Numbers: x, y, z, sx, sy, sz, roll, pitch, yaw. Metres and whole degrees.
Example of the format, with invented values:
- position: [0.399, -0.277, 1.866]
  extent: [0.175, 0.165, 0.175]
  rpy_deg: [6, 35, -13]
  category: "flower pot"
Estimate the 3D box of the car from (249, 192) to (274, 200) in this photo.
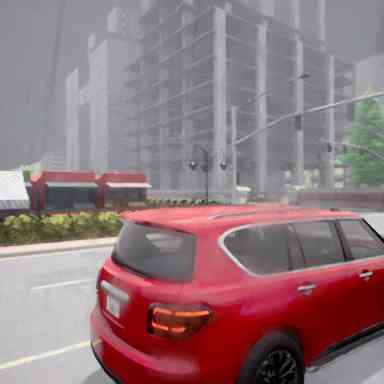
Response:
- position: [11.756, 0.901, 58.330]
  extent: [1.905, 1.878, 3.866]
  rpy_deg: [0, 0, -36]
  category: "car"

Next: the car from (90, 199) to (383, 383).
- position: [1.418, 1.203, 4.806]
  extent: [5.566, 2.045, 2.150]
  rpy_deg: [0, 0, -35]
  category: "car"

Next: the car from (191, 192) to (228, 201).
- position: [1.982, 1.068, 31.514]
  extent: [2.150, 2.045, 5.566]
  rpy_deg: [0, 0, -36]
  category: "car"

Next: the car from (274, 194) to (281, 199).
- position: [14.145, 0.887, 60.046]
  extent: [1.905, 1.878, 3.866]
  rpy_deg: [0, 0, -36]
  category: "car"
